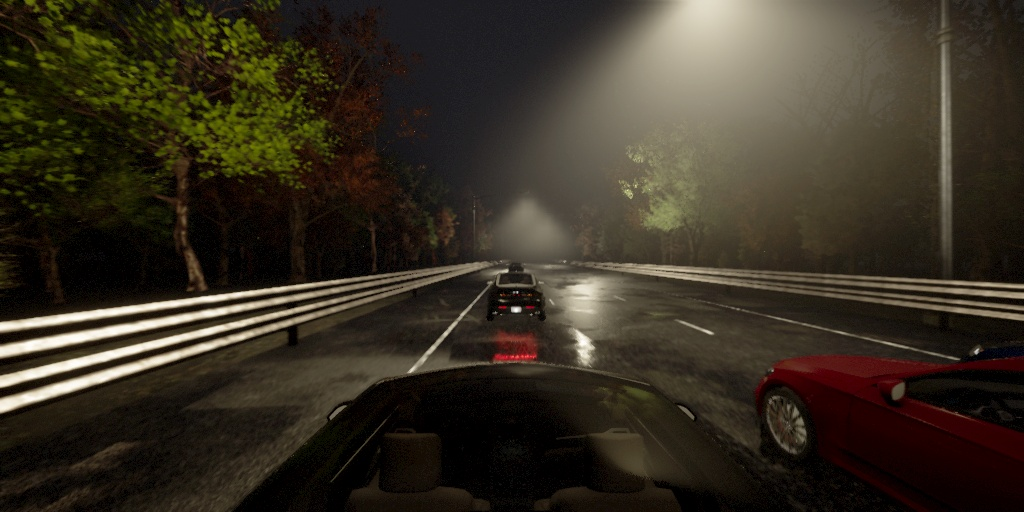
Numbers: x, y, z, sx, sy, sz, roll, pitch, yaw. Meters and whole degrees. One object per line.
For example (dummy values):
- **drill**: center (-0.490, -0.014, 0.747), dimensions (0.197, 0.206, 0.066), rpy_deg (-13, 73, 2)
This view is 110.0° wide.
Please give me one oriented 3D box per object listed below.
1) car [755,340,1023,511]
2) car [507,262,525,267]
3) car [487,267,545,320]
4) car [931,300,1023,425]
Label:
- **car**: center (3.605, 1.278, 2.007), dimensions (1.812, 1.442, 4.674), rpy_deg (0, 0, 0)
- **car**: center (0.513, 1.497, 43.585), dimensions (1.837, 1.490, 4.892), rpy_deg (0, 0, 1)
- **car**: center (0.134, 1.322, 12.977), dimensions (1.837, 1.490, 4.892), rpy_deg (0, 0, 0)
- **car**: center (7.105, 1.324, 3.137), dimensions (1.994, 1.385, 4.181), rpy_deg (0, 0, 0)
